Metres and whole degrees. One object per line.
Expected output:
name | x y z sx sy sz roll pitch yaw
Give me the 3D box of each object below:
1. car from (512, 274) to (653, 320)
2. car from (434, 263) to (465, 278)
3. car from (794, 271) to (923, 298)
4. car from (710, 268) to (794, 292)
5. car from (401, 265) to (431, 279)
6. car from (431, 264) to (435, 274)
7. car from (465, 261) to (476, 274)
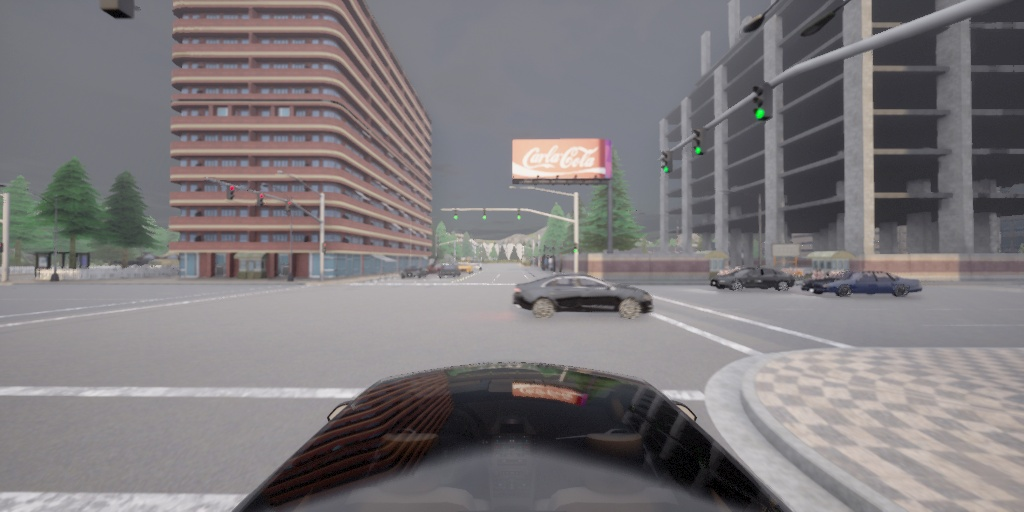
car | 2.441 1.386 12.787 4.902 1.511 2.128 0 -1 0
car | -7.105 1.784 41.309 2.033 1.411 5.357 0 -1 0
car | 19.218 1.518 19.802 5.357 1.411 2.033 0 -1 0
car | 15.554 1.519 23.321 4.892 1.490 1.837 0 -1 0
car | -10.604 1.773 39.051 1.994 1.385 4.181 0 -1 0
car | -10.607 1.825 50.275 1.882 1.535 5.008 0 0 0
car | -7.100 1.878 54.624 1.882 1.535 5.008 0 -1 0
